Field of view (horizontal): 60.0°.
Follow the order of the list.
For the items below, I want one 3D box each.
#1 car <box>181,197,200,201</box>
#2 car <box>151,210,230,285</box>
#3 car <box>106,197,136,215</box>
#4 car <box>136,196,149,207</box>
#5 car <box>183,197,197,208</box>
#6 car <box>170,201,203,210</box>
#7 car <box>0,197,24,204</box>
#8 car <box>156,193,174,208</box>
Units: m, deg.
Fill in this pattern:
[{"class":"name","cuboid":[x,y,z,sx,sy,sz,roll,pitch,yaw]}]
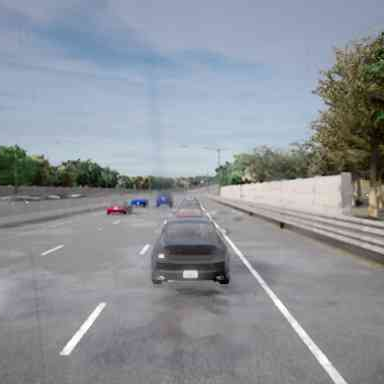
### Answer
[{"class":"car","cuboid":[-0.195,1.429,27.324,1.837,1.490,4.892,0,0,-1]},{"class":"car","cuboid":[-0.047,1.477,9.373,1.837,1.490,4.892,0,0,0]},{"class":"car","cuboid":[-7.148,1.473,33.178,1.994,1.385,4.181,0,0,-1]},{"class":"car","cuboid":[-7.279,1.348,47.241,1.882,1.535,5.008,0,0,-1]},{"class":"car","cuboid":[-0.272,1.397,46.614,1.812,1.442,4.674,0,0,0]},{"class":"car","cuboid":[-0.130,1.475,18.288,1.812,1.442,4.674,0,0,0]},{"class":"car","cuboid":[-17.810,1.264,31.872,2.097,1.767,4.553,0,0,0]},{"class":"car","cuboid":[-3.771,1.095,46.473,2.150,2.045,5.566,0,0,-1]}]
